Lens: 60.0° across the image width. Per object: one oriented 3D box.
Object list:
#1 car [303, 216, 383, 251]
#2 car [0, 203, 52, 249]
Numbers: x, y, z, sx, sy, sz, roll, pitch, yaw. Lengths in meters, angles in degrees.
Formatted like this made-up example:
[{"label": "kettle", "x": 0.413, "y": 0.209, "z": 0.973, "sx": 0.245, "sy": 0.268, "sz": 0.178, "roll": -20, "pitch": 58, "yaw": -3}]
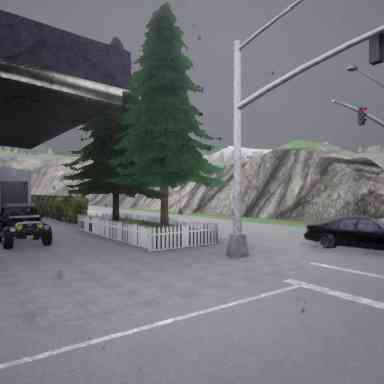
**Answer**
[{"label": "car", "x": 7.226, "y": 1.701, "z": 13.529, "sx": 2.033, "sy": 1.411, "sz": 5.357, "roll": 0, "pitch": -2, "yaw": -36}, {"label": "car", "x": -8.047, "y": 1.504, "z": 15.803, "sx": 1.905, "sy": 1.878, "sz": 3.866, "roll": 0, "pitch": 0, "yaw": -37}]
